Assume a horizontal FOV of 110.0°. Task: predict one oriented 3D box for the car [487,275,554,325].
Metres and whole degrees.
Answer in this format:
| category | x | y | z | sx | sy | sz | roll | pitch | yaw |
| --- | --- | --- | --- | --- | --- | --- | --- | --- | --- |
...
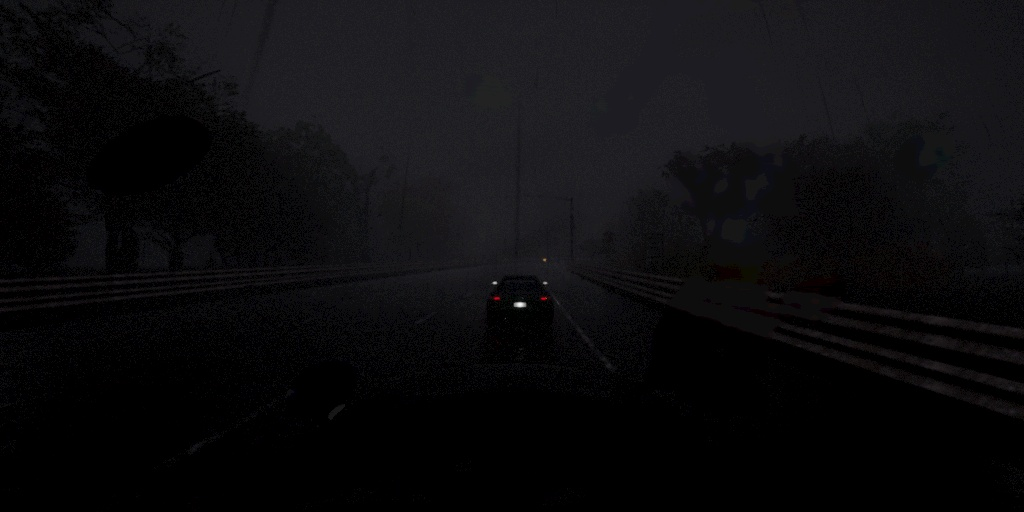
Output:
| category | x | y | z | sx | sy | sz | roll | pitch | yaw |
| --- | --- | --- | --- | --- | --- | --- | --- | --- | --- |
| car | 0.268 | 1.316 | 11.905 | 1.994 | 1.385 | 4.181 | 0 | 0 | 1 |
